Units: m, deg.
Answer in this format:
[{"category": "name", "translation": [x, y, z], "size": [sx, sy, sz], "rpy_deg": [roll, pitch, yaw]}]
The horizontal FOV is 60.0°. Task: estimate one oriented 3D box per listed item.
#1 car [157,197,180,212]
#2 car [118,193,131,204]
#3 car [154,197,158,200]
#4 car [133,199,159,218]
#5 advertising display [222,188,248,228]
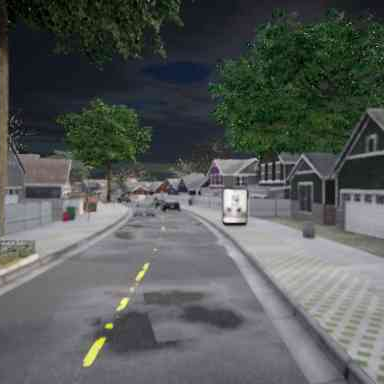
[{"category": "car", "translation": [-2.576, 1.466, 38.677], "size": [1.882, 1.535, 5.008], "rpy_deg": [0, 0, -10]}, {"category": "car", "translation": [-14.150, 1.316, 69.290], "size": [2.150, 2.045, 5.566], "rpy_deg": [0, 0, -20]}, {"category": "car", "translation": [-4.989, 1.526, 50.667], "size": [1.837, 1.490, 4.892], "rpy_deg": [0, 0, -16]}, {"category": "car", "translation": [-4.225, 1.583, 29.837], "size": [1.895, 1.301, 4.718], "rpy_deg": [0, 0, -7]}, {"category": "advertising display", "translation": [2.650, 0.994, 20.594], "size": [1.540, 2.440, 0.280], "rpy_deg": [1, 1, -4]}]
